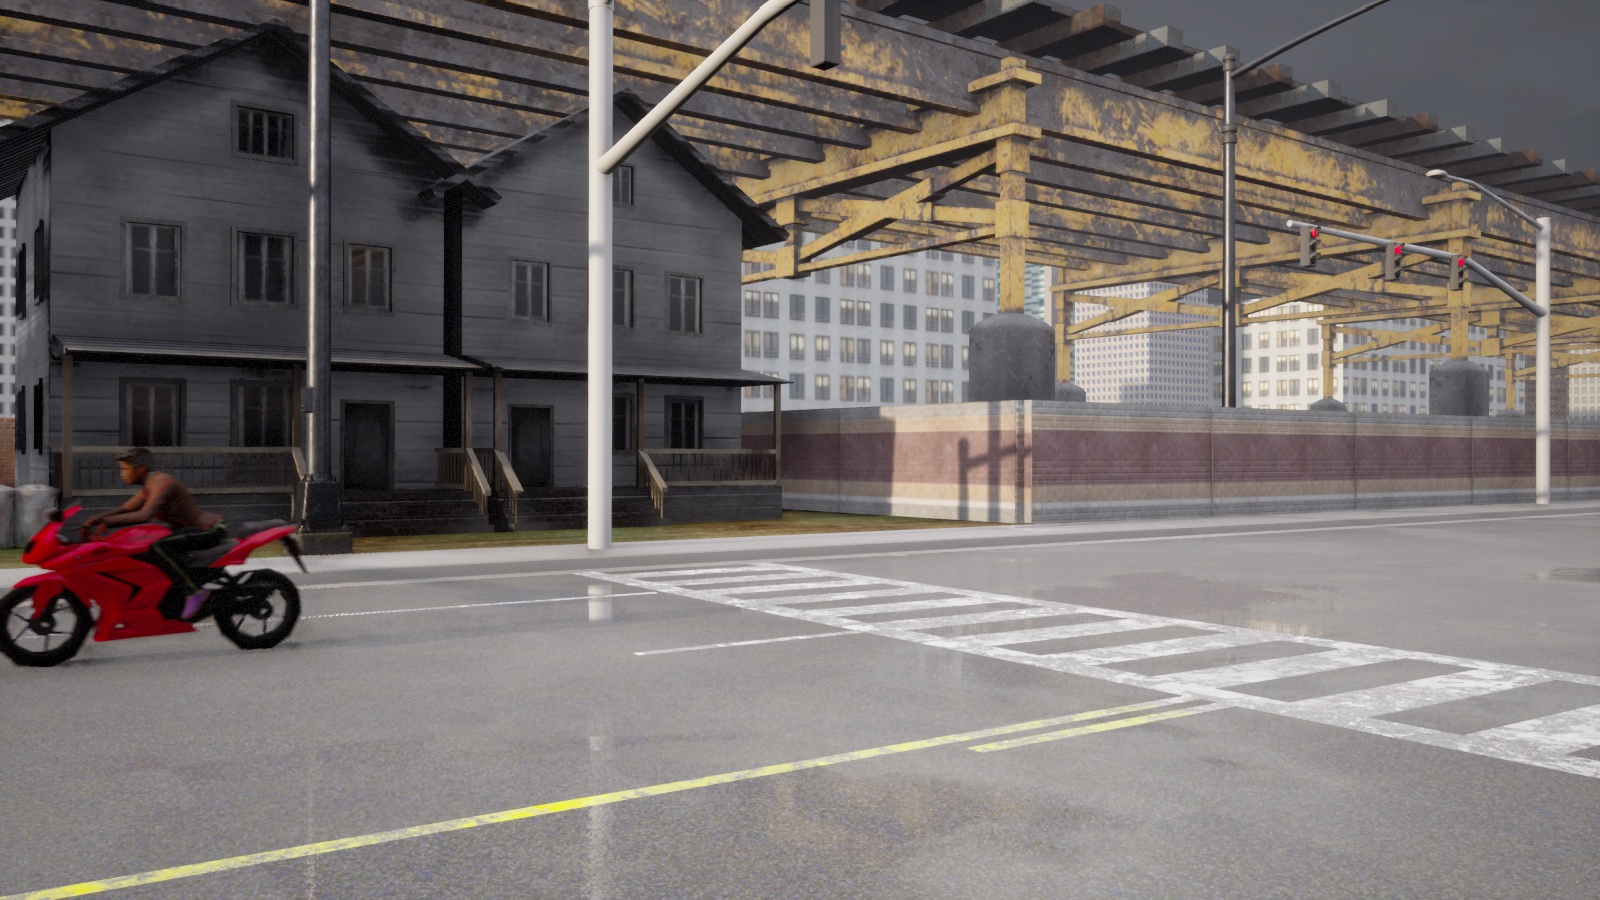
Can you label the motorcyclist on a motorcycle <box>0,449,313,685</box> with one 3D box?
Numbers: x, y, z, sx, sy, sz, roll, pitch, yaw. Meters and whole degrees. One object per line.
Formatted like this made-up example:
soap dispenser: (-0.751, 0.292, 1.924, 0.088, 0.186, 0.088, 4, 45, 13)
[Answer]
motorcyclist on a motorcycle: (-4.642, 0.759, 8.959, 2.044, 1.523, 0.797, 0, 0, -35)
